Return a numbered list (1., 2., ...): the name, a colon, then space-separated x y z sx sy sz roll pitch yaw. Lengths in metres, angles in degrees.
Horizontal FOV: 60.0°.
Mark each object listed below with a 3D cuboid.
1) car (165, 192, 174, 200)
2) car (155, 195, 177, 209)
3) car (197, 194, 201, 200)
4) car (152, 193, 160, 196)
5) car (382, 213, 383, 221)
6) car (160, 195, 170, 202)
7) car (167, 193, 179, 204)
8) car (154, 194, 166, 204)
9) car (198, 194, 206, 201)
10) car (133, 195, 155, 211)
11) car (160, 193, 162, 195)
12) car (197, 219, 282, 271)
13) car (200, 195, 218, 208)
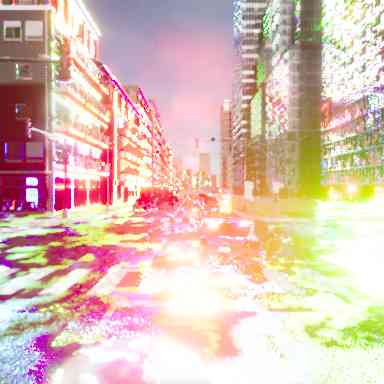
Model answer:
1. car: -6.011 1.060 90.195 2.192 1.841 5.009 -1 0 0
2. car: -3.233 1.438 41.512 1.994 1.385 4.181 0 0 0
3. car: 2.416 1.355 67.686 2.008 1.369 4.403 -1 0 0
4. car: -5.856 1.304 45.004 1.967 1.590 4.097 -1 0 0
5. car: 14.601 1.406 21.383 4.313 1.339 1.947 0 1 0
6. car: -5.950 1.371 73.249 1.802 1.307 4.206 -1 0 0
7. car: -3.255 1.395 57.070 1.994 1.385 4.181 0 0 0
8. car: -5.913 1.258 61.950 1.967 1.590 4.097 -1 0 0
9. car: 2.378 1.320 78.984 1.887 1.381 4.507 -1 0 0
10. car: -5.835 1.425 39.356 1.887 1.381 4.507 -1 0 0
11. car: -5.896 1.148 56.302 2.192 1.841 5.009 -1 0 0
12. car: 1.720 1.591 11.182 1.994 1.385 4.181 0 0 23
13. car: 2.492 1.410 45.090 1.887 1.381 4.507 -1 0 0
